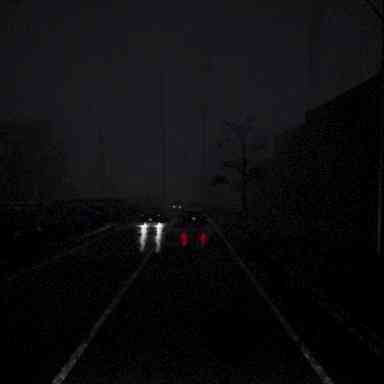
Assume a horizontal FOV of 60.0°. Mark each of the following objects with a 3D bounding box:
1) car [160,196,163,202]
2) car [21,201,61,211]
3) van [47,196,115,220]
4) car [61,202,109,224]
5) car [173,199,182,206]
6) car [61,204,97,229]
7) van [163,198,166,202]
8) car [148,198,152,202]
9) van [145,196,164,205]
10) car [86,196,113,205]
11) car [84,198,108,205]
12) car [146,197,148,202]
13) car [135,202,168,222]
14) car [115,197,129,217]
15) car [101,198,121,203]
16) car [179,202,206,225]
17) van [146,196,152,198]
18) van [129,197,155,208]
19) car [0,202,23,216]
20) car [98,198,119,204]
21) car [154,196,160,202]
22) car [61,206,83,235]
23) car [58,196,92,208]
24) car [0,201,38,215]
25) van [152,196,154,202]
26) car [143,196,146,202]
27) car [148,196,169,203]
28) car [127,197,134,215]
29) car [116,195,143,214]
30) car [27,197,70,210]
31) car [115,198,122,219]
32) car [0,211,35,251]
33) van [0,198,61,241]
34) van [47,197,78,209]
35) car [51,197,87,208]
[{"bbox_3d":[-8.904,2.190,68.559,4.792,1.488,2.163,0,0,0],"label":"car"},{"bbox_3d":[-21.923,2.000,48.447,4.792,1.488,2.163,0,-1,0],"label":"car"},{"bbox_3d":[-8.752,1.511,26.507,4.442,1.987,1.878,0,-1,0],"label":"van"},{"bbox_3d":[-8.863,1.706,23.702,5.008,1.535,2.097,0,-1,0],"label":"car"},{"bbox_3d":[-3.162,2.189,71.573,2.033,1.411,5.357,0,0,0],"label":"car"},{"bbox_3d":[-8.839,1.706,20.898,4.792,1.488,2.163,0,-1,0],"label":"car"},{"bbox_3d":[-8.759,1.961,74.165,4.442,1.987,1.878,0,0,0],"label":"van"},{"bbox_3d":[-8.865,1.977,48.930,4.892,1.521,2.231,0,-1,0],"label":"car"},{"bbox_3d":[-8.993,1.978,79.775,4.442,1.987,1.878,0,0,0],"label":"van"},{"bbox_3d":[-21.927,1.950,78.986,5.566,2.045,2.435,0,0,0],"label":"car"},{"bbox_3d":[-21.949,2.195,76.211,4.892,1.521,2.231,0,0,0],"label":"car"},{"bbox_3d":[-8.903,1.820,46.128,4.553,1.767,2.185,0,-1,0],"label":"car"},{"bbox_3d":[-3.313,1.838,29.231,2.033,1.411,5.357,0,-1,0],"label":"car"},{"bbox_3d":[-8.838,1.671,32.112,4.553,1.767,2.185,0,-1,0],"label":"car"},{"bbox_3d":[-21.986,2.262,90.088,4.792,1.488,2.163,0,0,0],"label":"car"},{"bbox_3d":[0.132,1.790,26.591,1.812,1.442,4.674,0,-1,0],"label":"car"},{"bbox_3d":[-8.989,1.780,51.735,4.442,1.987,1.878,0,-1,0],"label":"van"},{"bbox_3d":[-8.990,1.869,60.143,4.442,1.987,1.878,0,0,0],"label":"van"},{"bbox_3d":[-21.956,1.853,37.344,4.892,1.521,2.231,0,-1,0],"label":"car"},{"bbox_3d":[-21.963,2.226,87.313,4.892,1.521,2.231,0,0,0],"label":"car"},{"bbox_3d":[-8.845,1.814,57.343,5.566,2.045,2.435,0,-1,0],"label":"car"},{"bbox_3d":[-8.839,1.676,18.095,4.792,1.488,2.163,0,-1,0],"label":"car"},{"bbox_3d":[-21.925,1.862,62.328,5.566,2.045,2.435,0,0,0],"label":"car"},{"bbox_3d":[-21.765,1.879,40.121,5.366,1.575,1.946,0,-1,0],"label":"car"},{"bbox_3d":[-8.989,1.810,54.538,4.442,1.987,1.878,0,-1,0],"label":"van"},{"bbox_3d":[-8.842,1.635,40.523,5.566,2.045,2.435,0,-1,0],"label":"car"},{"bbox_3d":[-8.849,1.976,88.185,5.566,2.045,2.435,0,0,0],"label":"car"},{"bbox_3d":[-8.839,1.701,34.916,4.553,1.767,2.185,0,-1,0],"label":"car"},{"bbox_3d":[-8.842,1.605,37.720,5.566,2.045,2.435,0,-1,0],"label":"car"},{"bbox_3d":[-21.981,1.749,51.225,5.566,2.045,2.435,0,-1,0],"label":"car"},{"bbox_3d":[-8.900,1.641,29.309,4.553,1.767,2.185,0,-1,0],"label":"car"},{"bbox_3d":[-8.896,1.617,12.489,4.792,1.488,2.163,0,-1,0],"label":"car"},{"bbox_3d":[-8.750,1.391,15.295,4.442,1.987,1.878,0,-1,0],"label":"van"},{"bbox_3d":[-22.069,1.834,56.775,4.442,1.987,1.878,0,-1,0],"label":"van"},{"bbox_3d":[-21.982,1.838,59.552,5.566,2.045,2.435,0,-1,0],"label":"car"}]
